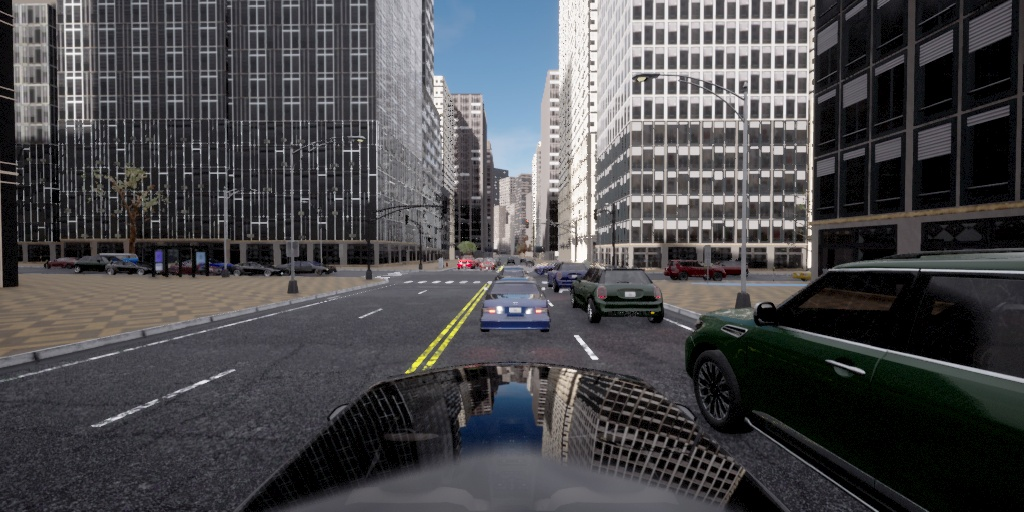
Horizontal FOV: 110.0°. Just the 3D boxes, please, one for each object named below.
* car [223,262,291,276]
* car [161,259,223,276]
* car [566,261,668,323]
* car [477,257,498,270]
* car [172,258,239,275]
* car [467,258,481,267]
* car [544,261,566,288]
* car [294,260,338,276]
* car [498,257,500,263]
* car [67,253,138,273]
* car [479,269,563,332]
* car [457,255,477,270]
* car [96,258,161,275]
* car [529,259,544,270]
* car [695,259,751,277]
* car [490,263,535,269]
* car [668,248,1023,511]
[{"bbox_3d":[-22.804,1.173,32.199,4.313,1.339,1.948,0,0,1],"label":"car"},{"bbox_3d":[-28.489,1.137,32.318,4.207,1.307,1.802,0,0,1],"label":"car"},{"bbox_3d":[3.325,1.097,12.217,2.097,1.767,4.553,0,0,0],"label":"car"},{"bbox_3d":[-3.432,1.068,51.209,2.097,1.767,4.553,0,0,-1],"label":"car"},{"bbox_3d":[-29.850,0.977,35.034,5.008,1.535,1.882,1,1,1],"label":"car"},{"bbox_3d":[-6.708,1.179,63.698,1.882,1.535,5.008,0,0,1],"label":"car"},{"bbox_3d":[3.303,1.092,21.082,2.097,1.767,4.553,0,0,0],"label":"car"},{"bbox_3d":[-19.989,1.136,34.856,5.357,1.411,2.033,1,1,1],"label":"car"},{"bbox_3d":[-3.471,1.231,60.053,1.812,1.442,4.674,0,0,0],"label":"car"},{"bbox_3d":[-39.881,0.760,35.219,4.553,1.767,2.097,1,1,1],"label":"car"},{"bbox_3d":[0.080,1.293,10.771,2.033,1.411,5.357,0,0,0],"label":"car"},{"bbox_3d":[-6.713,0.935,53.353,2.150,2.045,5.566,0,0,0],"label":"car"},{"bbox_3d":[-34.170,1.069,32.478,4.313,1.339,1.948,0,0,1],"label":"car"},{"bbox_3d":[4.647,1.258,36.405,5.008,1.535,1.882,0,0,-17],"label":"car"},{"bbox_3d":[21.983,1.263,37.453,4.553,1.767,2.097,0,1,1],"label":"car"},{"bbox_3d":[0.055,1.304,20.014,1.994,1.385,4.181,0,0,0],"label":"car"},{"bbox_3d":[3.345,0.971,2.371,2.150,2.045,5.566,0,0,0],"label":"car"}]
